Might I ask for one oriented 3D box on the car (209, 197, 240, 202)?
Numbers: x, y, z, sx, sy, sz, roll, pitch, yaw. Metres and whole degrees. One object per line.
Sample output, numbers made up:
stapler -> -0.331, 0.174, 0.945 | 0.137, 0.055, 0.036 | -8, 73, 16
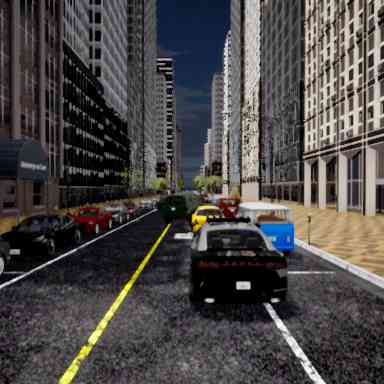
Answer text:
car -> 2.654, 1.301, 24.270 | 2.192, 1.841, 5.009 | -1, 0, 0

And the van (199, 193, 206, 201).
van -> 2.592, 1.289, 86.790 | 1.690, 1.788, 3.998 | -1, 0, 0

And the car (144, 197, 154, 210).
car -> -5.741, 1.528, 41.313 | 2.008, 1.369, 4.403 | -1, 0, 0

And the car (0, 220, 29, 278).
car -> -5.707, 1.547, 7.211 | 2.008, 1.369, 4.403 | -1, 0, 0

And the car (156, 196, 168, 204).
car -> -5.764, 1.545, 64.047 | 1.802, 1.307, 4.206 | -1, 0, 0

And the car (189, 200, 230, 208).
car -> 0.880, 1.445, 18.437 | 1.801, 1.575, 5.366 | 0, 0, 0

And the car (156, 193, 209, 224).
car -> -0.169, 1.206, 24.631 | 2.150, 2.045, 5.566 | -1, 0, 24

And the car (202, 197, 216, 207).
car -> 2.628, 1.521, 52.688 | 2.008, 1.369, 4.403 | -1, 0, 0

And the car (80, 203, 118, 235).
car -> -5.718, 1.534, 18.578 | 1.887, 1.381, 4.507 | -1, 0, 0

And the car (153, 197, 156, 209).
car -> -3.124, 1.455, 39.842 | 1.882, 1.535, 5.008 | 0, 0, 0

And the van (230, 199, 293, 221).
van -> 2.666, 1.334, 12.903 | 1.690, 1.788, 3.998 | -1, 0, 0

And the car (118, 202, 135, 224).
car -> -5.725, 1.537, 24.262 | 2.008, 1.369, 4.403 | -1, 0, 0

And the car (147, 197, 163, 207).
car -> -5.753, 1.521, 52.680 | 2.008, 1.369, 4.403 | -1, 0, 0

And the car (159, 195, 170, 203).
car -> -5.771, 1.400, 69.731 | 1.967, 1.590, 4.097 | -1, 0, 0

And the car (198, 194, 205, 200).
car -> 2.587, 1.384, 92.474 | 1.967, 1.590, 4.097 | -1, 0, 0

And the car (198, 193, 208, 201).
car -> 2.597, 1.267, 81.107 | 2.192, 1.841, 5.009 | -1, 0, 0

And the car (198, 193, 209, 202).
car -> 2.602, 1.271, 75.423 | 2.192, 1.841, 5.009 | -1, 0, 0

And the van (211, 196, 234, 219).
van -> 2.649, 1.324, 29.954 | 1.690, 1.788, 3.998 | -1, 0, 0

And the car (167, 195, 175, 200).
car -> -5.793, 1.510, 92.466 | 1.947, 1.339, 4.313 | -1, 0, 0

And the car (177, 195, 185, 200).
car -> -3.096, 1.544, 93.796 | 1.895, 1.301, 4.718 | 0, 0, 0

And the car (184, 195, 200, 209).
car -> -0.028, 1.326, 46.157 | 2.097, 1.767, 4.553 | 0, 0, 0

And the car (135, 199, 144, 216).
car -> -5.729, 1.565, 29.946 | 1.802, 1.307, 4.206 | -1, 0, 0

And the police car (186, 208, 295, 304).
police car -> 0.889, 1.421, 8.357 | 1.930, 1.638, 5.238 | 0, 0, 0

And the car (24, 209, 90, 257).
car -> -5.712, 1.559, 12.895 | 1.947, 1.339, 4.313 | -1, 0, 0

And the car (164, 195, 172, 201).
car -> -5.781, 1.478, 80.929 | 1.752, 1.417, 4.829 | -1, 0, 0

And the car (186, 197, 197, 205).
car -> -0.062, 1.530, 59.258 | 1.994, 1.385, 4.181 | 0, 0, 0
